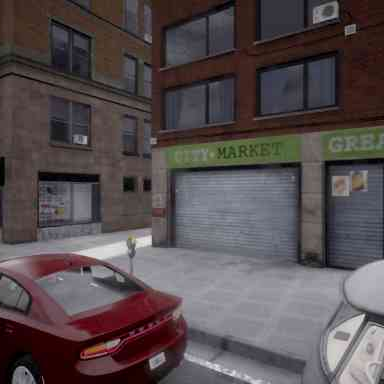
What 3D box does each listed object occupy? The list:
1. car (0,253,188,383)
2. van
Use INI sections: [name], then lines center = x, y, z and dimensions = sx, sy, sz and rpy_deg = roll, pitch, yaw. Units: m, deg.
[car]
center = -2.160, 1.544, 4.615
dimensions = 4.507, 1.381, 1.887
rpy_deg = 0, 0, 35
[van]
center = 2.450, 1.341, 1.329
dimensions = 3.998, 1.788, 1.690
rpy_deg = 0, 0, 35
